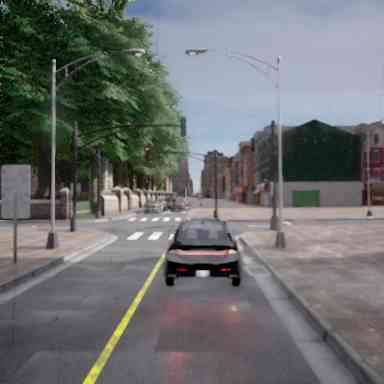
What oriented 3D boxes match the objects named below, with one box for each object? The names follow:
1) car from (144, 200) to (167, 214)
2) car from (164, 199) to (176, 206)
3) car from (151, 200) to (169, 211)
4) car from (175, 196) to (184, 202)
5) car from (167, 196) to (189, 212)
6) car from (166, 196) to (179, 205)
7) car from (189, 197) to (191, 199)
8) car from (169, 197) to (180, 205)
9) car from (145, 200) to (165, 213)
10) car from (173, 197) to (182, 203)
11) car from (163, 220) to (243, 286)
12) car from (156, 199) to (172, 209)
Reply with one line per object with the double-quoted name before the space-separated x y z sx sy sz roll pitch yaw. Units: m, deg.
"car" -4.478 1.759 38.566 2.008 1.369 4.403 1 0 1
"car" -4.034 1.932 62.047 1.802 1.307 4.206 1 0 1
"car" -4.324 1.798 45.700 2.008 1.369 4.403 1 0 1
"car" -3.451 1.939 94.745 2.192 1.841 5.009 1 -1 1
"car" -1.836 1.572 43.148 2.097 1.767 4.553 0 0 1
"car" -3.934 1.704 67.498 2.192 1.841 5.009 1 0 1
"car" -1.516 1.843 59.287 1.812 1.442 4.674 0 0 1
"car" -3.839 1.871 72.947 1.967 1.590 4.097 1 0 1
"car" -4.467 1.744 40.540 1.752 1.417 4.829 1 0 1
"car" -3.646 1.963 83.845 1.967 1.590 4.097 1 0 1
"car" 0.309 1.531 9.501 2.128 1.511 4.902 0 0 2
"car" -4.227 1.845 51.149 1.947 1.339 4.313 1 0 1
